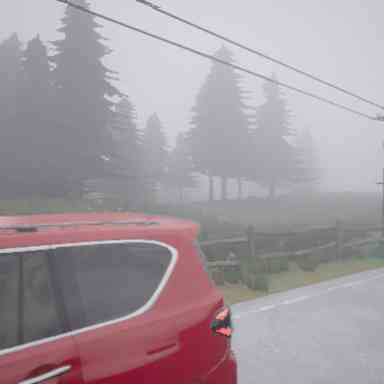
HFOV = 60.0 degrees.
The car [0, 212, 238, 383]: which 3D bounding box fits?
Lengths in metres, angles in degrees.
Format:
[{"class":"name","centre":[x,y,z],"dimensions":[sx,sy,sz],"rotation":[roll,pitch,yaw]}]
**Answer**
[{"class":"car","centre":[-2.218,1.217,2.005],"dimensions":[5.566,2.045,2.150],"rotation":[0,0,-35]}]
